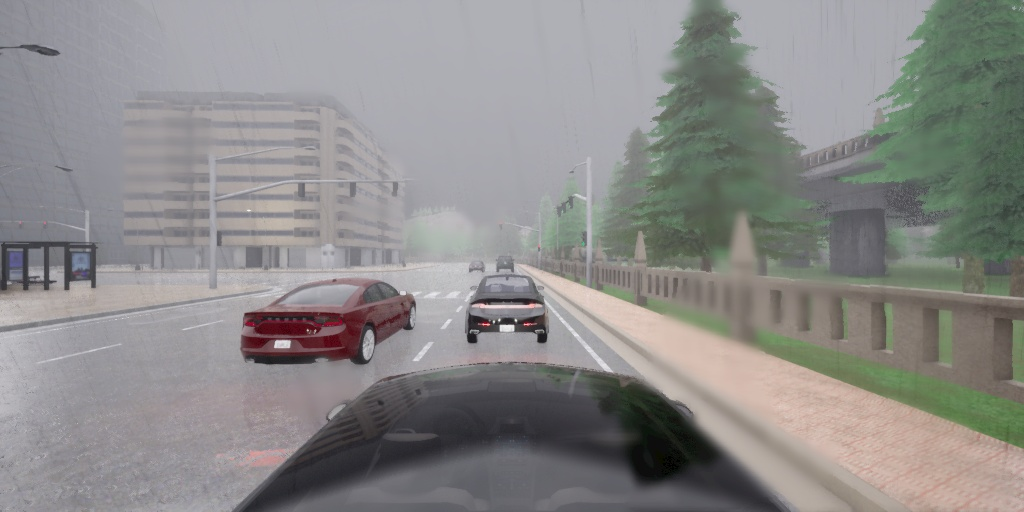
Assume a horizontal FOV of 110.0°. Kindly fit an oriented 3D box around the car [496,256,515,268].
[{"bbox_3d":[-0.865,0.972,45.332,2.150,2.045,5.566,0,0,-1],"label":"car"}]

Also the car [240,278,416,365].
[{"bbox_3d":[-3.595,1.228,8.081,1.882,1.535,5.008,0,0,0],"label":"car"}]

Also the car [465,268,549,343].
[{"bbox_3d":[-0.127,1.242,9.643,2.128,1.511,4.902,0,0,-1],"label":"car"}]

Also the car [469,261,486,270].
[{"bbox_3d":[-4.367,1.298,45.008,2.033,1.411,5.357,0,0,-1],"label":"car"}]
